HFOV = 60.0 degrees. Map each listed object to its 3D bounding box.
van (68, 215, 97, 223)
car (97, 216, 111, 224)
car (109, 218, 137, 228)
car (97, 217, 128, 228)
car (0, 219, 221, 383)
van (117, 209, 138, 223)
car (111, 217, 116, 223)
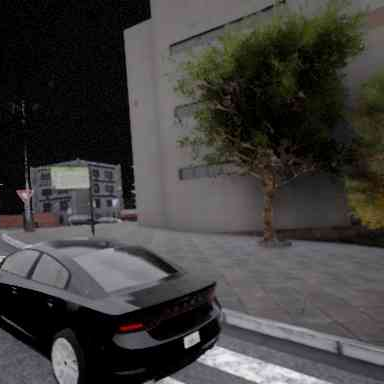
[{"bbox_3d":[-17.966,4.719,53.062,4.442,1.987,1.878,-6,-7,24],"label":"van"},{"bbox_3d":[-16.703,5.143,55.509,5.008,1.535,2.097,-6,-7,24],"label":"car"},{"bbox_3d":[-13.148,5.882,63.194,4.792,1.488,2.163,-6,-7,24],"label":"car"},{"bbox_3d":[-14.501,5.636,60.755,5.366,1.575,1.946,-6,-7,24],"label":"car"},{"bbox_3d":[-1.887,1.450,5.289,5.008,1.535,1.882,1,1,40],"label":"car"},{"bbox_3d":[-7.599,3.277,45.668,4.442,1.987,1.878,-6,-7,24],"label":"van"},{"bbox_3d":[-15.521,5.246,58.037,4.553,1.767,2.185,-6,-7,24],"label":"car"}]
